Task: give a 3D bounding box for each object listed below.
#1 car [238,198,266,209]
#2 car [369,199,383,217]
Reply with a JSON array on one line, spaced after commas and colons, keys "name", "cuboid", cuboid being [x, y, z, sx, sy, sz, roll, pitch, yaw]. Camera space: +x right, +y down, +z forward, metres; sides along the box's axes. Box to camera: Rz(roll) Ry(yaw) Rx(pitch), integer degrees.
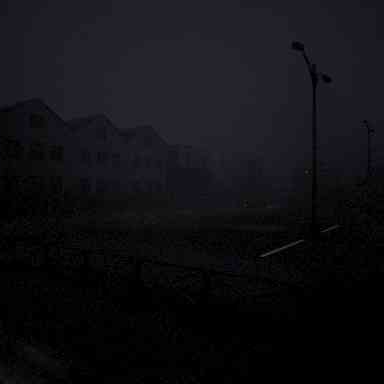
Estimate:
[{"name": "car", "cuboid": [7.748, 1.409, 42.215, 1.895, 1.301, 4.718, 0, 0, 36]}, {"name": "car", "cuboid": [15.523, 1.298, 26.745, 2.007, 1.523, 4.514, 0, 0, 35]}]
